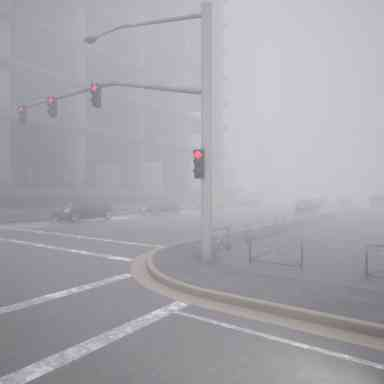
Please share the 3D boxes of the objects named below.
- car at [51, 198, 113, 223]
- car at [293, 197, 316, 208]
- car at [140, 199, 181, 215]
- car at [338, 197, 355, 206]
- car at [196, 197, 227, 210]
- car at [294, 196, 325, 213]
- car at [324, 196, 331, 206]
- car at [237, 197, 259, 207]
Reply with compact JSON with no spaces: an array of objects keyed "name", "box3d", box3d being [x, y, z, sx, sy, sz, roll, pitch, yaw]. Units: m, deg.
[{"name":"car","box3d":[-8.317,1.297,25.406,2.097,1.767,4.553,0,0,36]},{"name":"car","box3d":[16.116,1.509,47.425,1.994,1.385,4.181,0,0,35]},{"name":"car","box3d":[-3.052,1.436,32.829,2.128,1.511,4.902,0,0,35]},{"name":"car","box3d":[25.078,1.508,54.023,1.994,1.385,4.181,0,0,35]},{"name":"car","box3d":[2.401,1.422,40.515,1.882,1.535,5.008,0,0,36]},{"name":"car","box3d":[12.933,1.508,36.883,1.994,1.385,4.181,0,0,35]},{"name":"car","box3d":[21.864,1.422,55.539,1.882,1.535,5.008,0,0,35]},{"name":"car","box3d":[8.264,1.470,48.729,1.812,1.442,4.674,0,0,36]}]
